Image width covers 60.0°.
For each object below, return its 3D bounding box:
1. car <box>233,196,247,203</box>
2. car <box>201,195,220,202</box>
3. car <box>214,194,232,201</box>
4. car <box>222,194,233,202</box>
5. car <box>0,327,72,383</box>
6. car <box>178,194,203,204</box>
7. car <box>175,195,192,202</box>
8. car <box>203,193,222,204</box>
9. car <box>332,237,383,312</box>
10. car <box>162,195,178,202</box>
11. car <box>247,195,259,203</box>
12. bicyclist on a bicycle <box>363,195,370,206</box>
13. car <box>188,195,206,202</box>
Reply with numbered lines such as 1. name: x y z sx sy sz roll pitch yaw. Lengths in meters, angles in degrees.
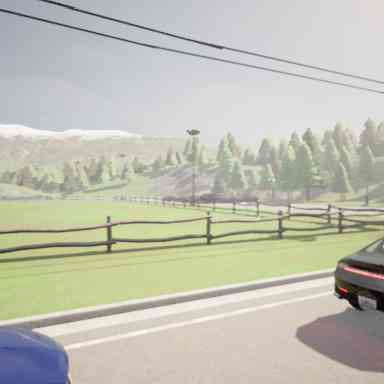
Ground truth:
1. car: 8.849 1.559 69.386 1.994 1.385 4.181 0 0 -28
2. car: 4.248 1.474 78.110 2.128 1.511 4.902 0 0 -28
3. car: 7.358 1.305 79.716 2.097 1.767 4.553 0 0 -28
4. car: 5.740 1.570 67.780 1.994 1.385 4.181 0 0 -28
5. car: -3.174 1.525 1.964 4.674 1.442 1.812 0 0 -28
6. car: -0.303 1.356 64.232 2.097 1.767 4.553 0 0 -28
7. car: -1.944 1.477 74.846 1.812 1.442 4.674 0 0 -28
8. car: 3.062 1.226 65.355 2.150 2.045 5.566 0 0 -28
9. car: 4.859 1.493 6.290 4.902 1.511 2.128 0 0 -28
10. car: -5.040 1.452 73.213 1.837 1.490 4.892 0 0 -28
11. car: 12.135 1.507 70.658 1.837 1.490 4.892 0 0 -28
12. bicyclist on a bicycle: 26.910 1.312 51.361 1.656 1.620 0.582 0 0 -28
13. car: 1.152 1.429 76.478 1.882 1.535 5.008 0 0 -28
